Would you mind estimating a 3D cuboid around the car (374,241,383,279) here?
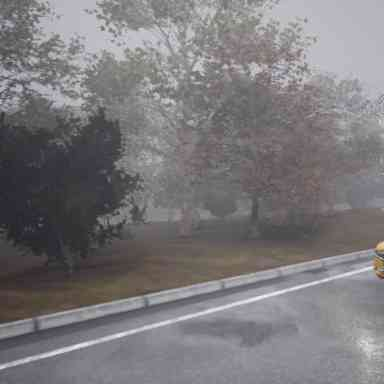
[{"bbox_3d":[6.745,1.461,8.798,5.008,1.535,1.882,0,0,-35],"label":"car"}]
